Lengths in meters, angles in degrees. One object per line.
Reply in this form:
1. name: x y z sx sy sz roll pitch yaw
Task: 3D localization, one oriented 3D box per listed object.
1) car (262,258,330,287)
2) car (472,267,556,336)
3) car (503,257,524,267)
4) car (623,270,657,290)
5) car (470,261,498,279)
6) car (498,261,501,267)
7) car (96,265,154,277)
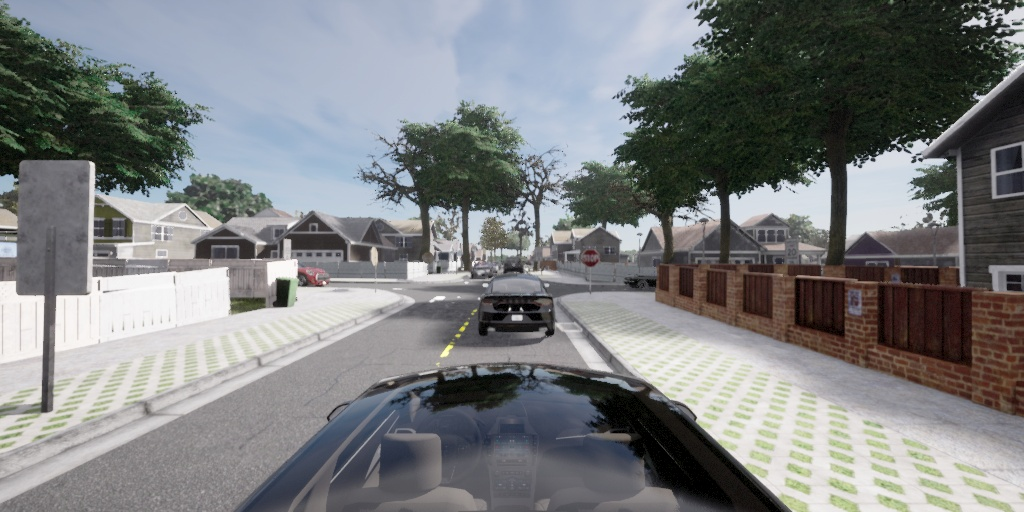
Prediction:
1. car: -13.021 0.924 20.710 4.553 1.767 2.097 1 -1 2
2. car: 0.118 1.235 10.488 1.882 1.535 5.008 0 0 0
3. car: 0.177 1.112 40.978 2.150 2.045 5.566 0 0 0
4. car: 9.967 1.600 23.973 4.718 1.301 1.895 1 -1 -1
5. car: -2.781 1.333 33.814 2.128 1.511 4.902 0 0 0
6. car: -2.747 1.528 45.376 1.895 1.301 4.718 0 -1 1
7. car: -22.960 0.940 20.685 4.892 1.490 1.837 1 -1 -1
